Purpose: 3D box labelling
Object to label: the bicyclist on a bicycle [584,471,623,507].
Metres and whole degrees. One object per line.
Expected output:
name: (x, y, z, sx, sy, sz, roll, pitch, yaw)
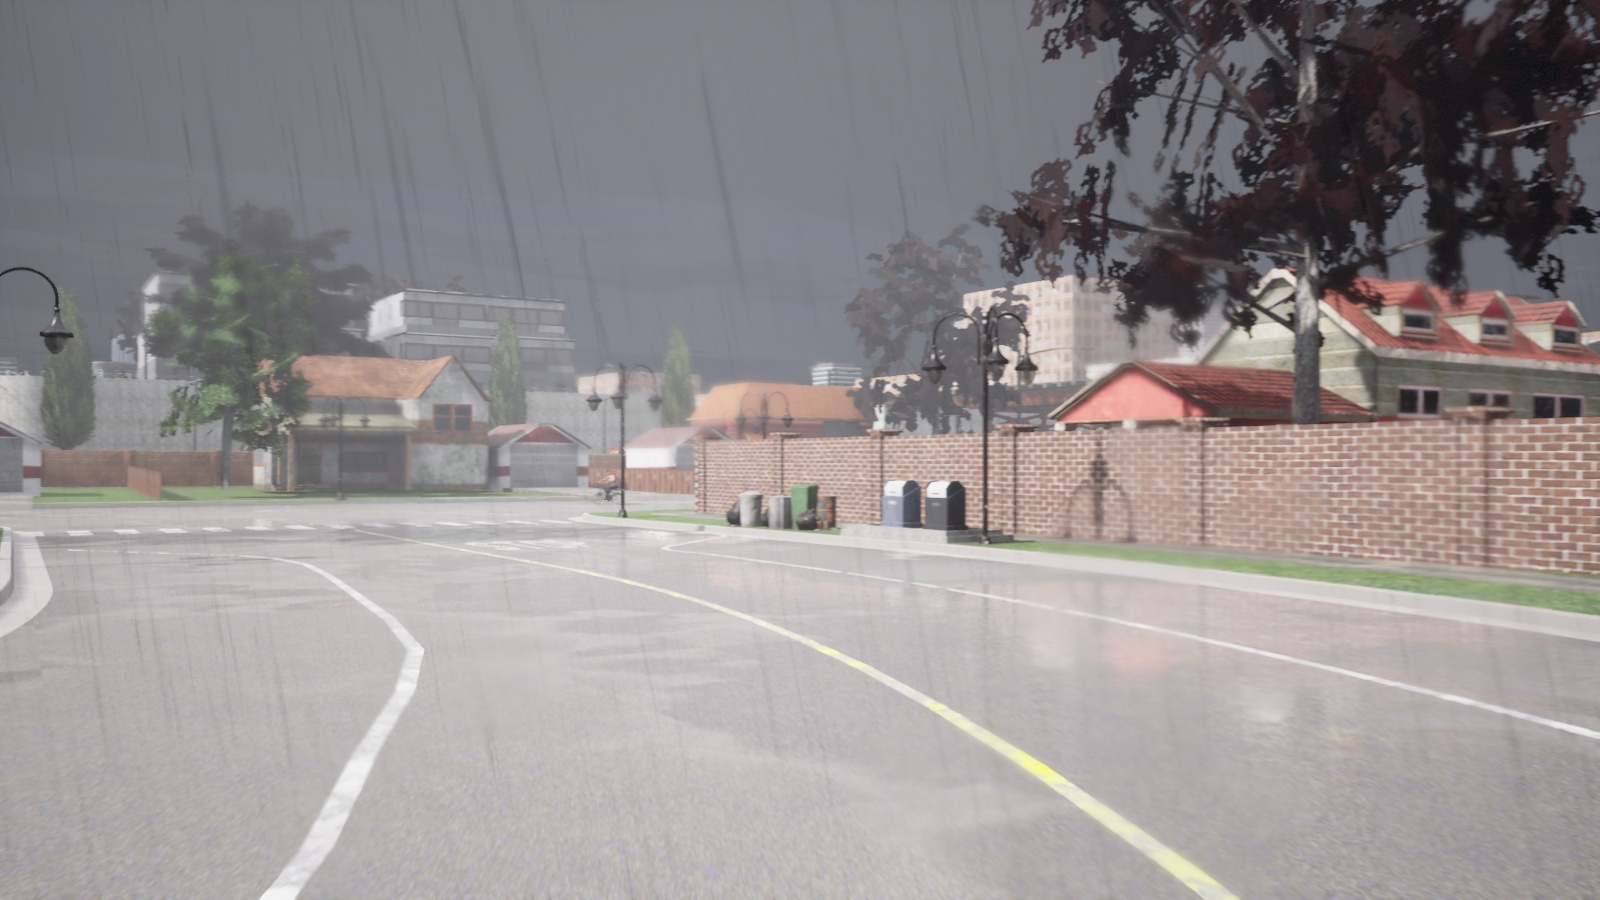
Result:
bicyclist on a bicycle: (-8.843, 1.742, 56.530, 1.509, 1.612, 0.866, 0, 0, -37)
